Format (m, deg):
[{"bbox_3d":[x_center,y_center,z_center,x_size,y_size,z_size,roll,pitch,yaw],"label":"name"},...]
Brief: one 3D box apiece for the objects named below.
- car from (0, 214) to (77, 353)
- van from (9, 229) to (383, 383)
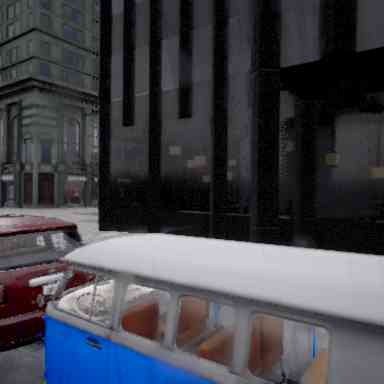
[{"bbox_3d":[-3.720,1.310,5.629,5.009,1.841,2.192,0,1,35],"label":"car"},{"bbox_3d":[0.420,1.341,2.672,3.998,1.788,1.690,0,1,35],"label":"van"}]
